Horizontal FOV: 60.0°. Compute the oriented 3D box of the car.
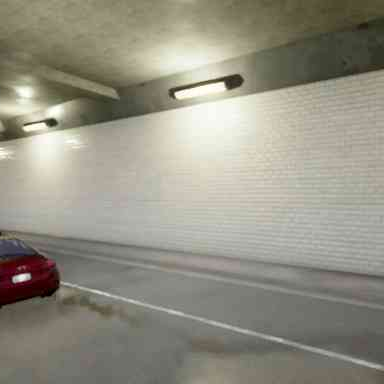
[{"bbox_3d":[-4.868,1.615,7.507,4.181,1.385,1.994,0,0,36],"label":"car"}]
